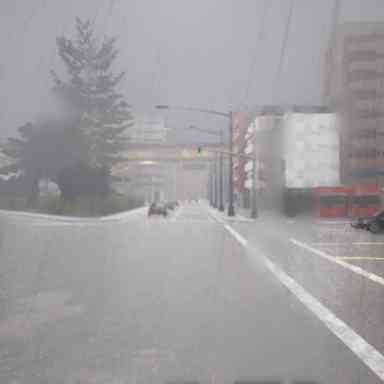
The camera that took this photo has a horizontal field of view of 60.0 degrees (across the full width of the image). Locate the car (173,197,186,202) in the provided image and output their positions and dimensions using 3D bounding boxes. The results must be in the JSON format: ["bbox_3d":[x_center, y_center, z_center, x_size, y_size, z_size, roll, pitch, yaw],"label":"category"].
[{"bbox_3d":[-3.620,2.136,95.011,1.853,1.218,4.536,0,-1,25],"label":"car"}]

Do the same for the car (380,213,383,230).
[{"bbox_3d":[6.781,1.450,6.813,4.553,1.767,2.097,0,-1,0],"label":"car"}]

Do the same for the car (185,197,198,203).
[{"bbox_3d":[0.519,2.288,94.655,2.038,1.542,4.974,0,-1,-20],"label":"car"}]

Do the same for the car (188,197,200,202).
[{"bbox_3d":[0.501,2.131,94.705,1.853,1.218,4.536,0,-1,-20],"label":"car"}]

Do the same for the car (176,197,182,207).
[{"bbox_3d":[-3.501,2.119,62.730,1.994,1.385,4.181,0,-1,0],"label":"car"}]

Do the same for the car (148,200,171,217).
[{"bbox_3d":[-3.599,1.795,35.872,1.882,1.535,5.008,0,-1,0],"label":"car"}]

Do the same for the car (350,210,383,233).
[{"bbox_3d":[12.506,1.801,20.968,4.674,1.442,1.812,0,0,0],"label":"car"}]

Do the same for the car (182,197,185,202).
[{"bbox_3d":[-3.641,2.293,94.962,2.038,1.542,4.974,0,-1,25],"label":"car"}]

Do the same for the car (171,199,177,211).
[{"bbox_3d":[-3.589,2.030,48.520,1.895,1.301,4.718,0,-1,0],"label":"car"}]
